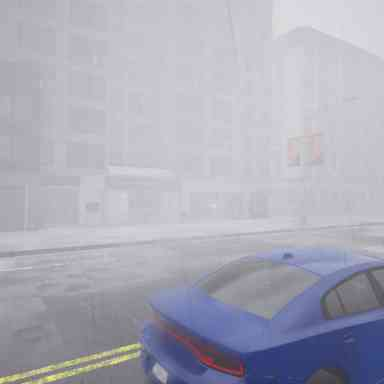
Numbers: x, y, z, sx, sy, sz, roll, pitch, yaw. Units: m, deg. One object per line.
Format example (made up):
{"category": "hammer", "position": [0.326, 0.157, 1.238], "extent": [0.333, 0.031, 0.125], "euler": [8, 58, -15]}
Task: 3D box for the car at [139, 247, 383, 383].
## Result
{"category": "car", "position": [1.819, 1.482, 4.310], "extent": [5.008, 1.535, 1.882], "euler": [0, 0, -32]}
